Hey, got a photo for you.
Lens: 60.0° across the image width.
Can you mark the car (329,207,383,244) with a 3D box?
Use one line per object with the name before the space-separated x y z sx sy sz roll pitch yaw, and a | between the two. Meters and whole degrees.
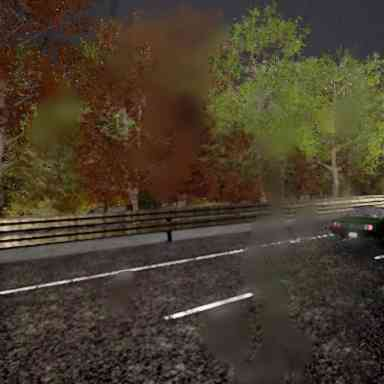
car | 7.775 1.244 13.644 4.718 1.301 1.895 -2 1 -36
